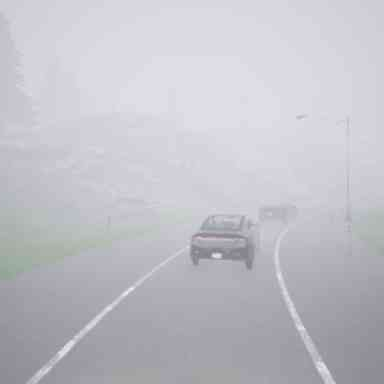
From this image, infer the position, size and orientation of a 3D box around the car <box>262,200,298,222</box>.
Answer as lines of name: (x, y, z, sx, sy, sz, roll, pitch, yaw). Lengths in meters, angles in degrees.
car: (6.540, 1.306, 24.931, 1.882, 1.535, 5.008, 0, 2, 29)

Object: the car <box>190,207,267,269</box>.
car: (1.271, 1.498, 11.299, 2.128, 1.511, 4.902, 0, 0, 14)
